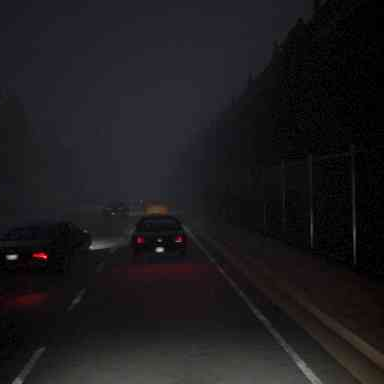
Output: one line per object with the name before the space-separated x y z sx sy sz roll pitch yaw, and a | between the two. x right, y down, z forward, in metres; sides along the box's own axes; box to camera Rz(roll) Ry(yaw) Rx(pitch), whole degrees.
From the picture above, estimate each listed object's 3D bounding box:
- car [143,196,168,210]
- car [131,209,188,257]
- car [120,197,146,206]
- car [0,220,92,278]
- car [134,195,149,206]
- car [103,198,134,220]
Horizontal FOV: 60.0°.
car | -3.259 1.472 30.954 1.882 1.535 5.008 -1 0 -6
car | -1.285 1.597 13.093 1.895 1.301 4.718 -1 0 -6
car | -10.048 1.655 57.387 1.895 1.301 4.718 -1 0 28
car | -4.527 1.601 10.424 2.033 1.411 5.357 -1 0 -6
car | -7.782 1.377 53.930 2.097 1.767 4.553 -1 0 25
car | -6.578 1.544 29.056 2.128 1.511 4.902 -1 0 -6
